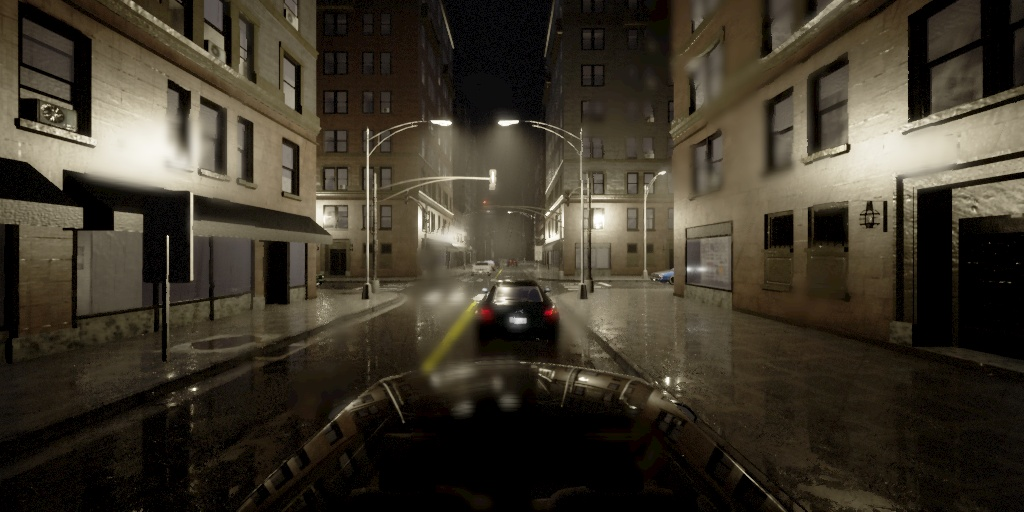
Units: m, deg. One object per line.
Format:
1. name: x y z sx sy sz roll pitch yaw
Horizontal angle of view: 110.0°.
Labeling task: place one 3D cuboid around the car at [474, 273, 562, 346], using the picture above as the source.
1. car: 0.114 1.314 9.458 1.994 1.385 4.181 0 0 -1

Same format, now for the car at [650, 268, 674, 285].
1. car: 12.613 1.261 25.119 5.357 1.411 2.033 0 0 0

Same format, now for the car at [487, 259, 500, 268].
1. car: -3.084 1.299 60.786 1.994 1.385 4.181 0 0 0

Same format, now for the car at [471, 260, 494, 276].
1. car: -3.110 1.274 37.295 1.812 1.442 4.674 0 0 -1

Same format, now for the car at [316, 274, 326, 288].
1. car: -14.028 1.387 21.829 4.718 1.301 1.895 0 0 0

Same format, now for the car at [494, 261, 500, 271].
1. car: -3.098 1.293 47.823 2.033 1.411 5.357 0 0 0
